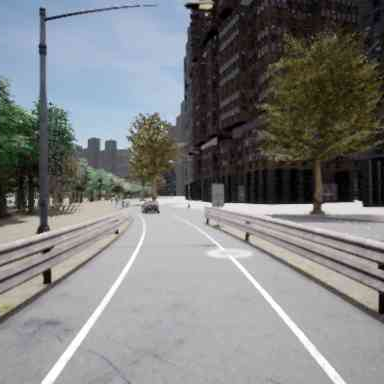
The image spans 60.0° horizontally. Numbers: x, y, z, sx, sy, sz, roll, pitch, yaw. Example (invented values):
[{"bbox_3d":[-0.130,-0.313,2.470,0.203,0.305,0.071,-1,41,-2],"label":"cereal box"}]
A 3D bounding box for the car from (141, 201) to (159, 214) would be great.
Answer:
[{"bbox_3d":[-5.387,1.930,42.665,1.837,1.490,4.892,-1,0,-15],"label":"car"}]
